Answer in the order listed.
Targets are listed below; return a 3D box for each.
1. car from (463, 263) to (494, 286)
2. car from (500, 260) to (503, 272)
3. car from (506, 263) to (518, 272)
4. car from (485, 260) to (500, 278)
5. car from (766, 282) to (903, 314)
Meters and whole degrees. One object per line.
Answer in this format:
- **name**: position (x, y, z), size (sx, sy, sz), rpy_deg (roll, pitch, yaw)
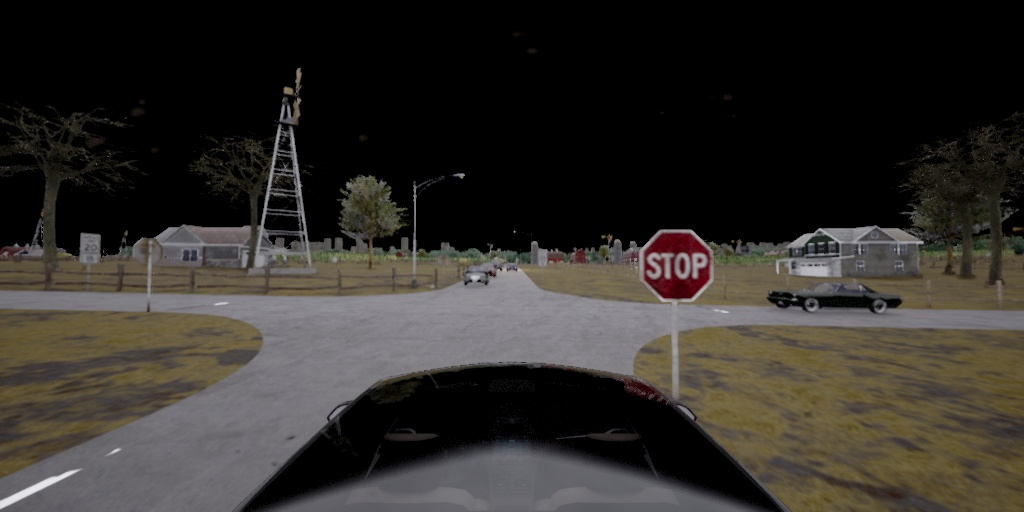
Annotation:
- **car**: position (-2.796, 1.534, 28.890), size (2.128, 1.511, 4.902), rpy_deg (0, -1, -2)
- **car**: position (-2.777, 1.643, 61.962), size (2.150, 2.045, 5.566), rpy_deg (0, -1, 0)
- **car**: position (0.001, 2.006, 60.655), size (1.895, 1.301, 4.718), rpy_deg (0, -1, 0)
- **car**: position (-2.840, 1.530, 41.191), size (2.097, 1.767, 4.553), rpy_deg (0, -1, 0)
- **car**: position (14.296, 1.838, 16.146), size (4.718, 1.301, 1.895), rpy_deg (1, -2, 0)
